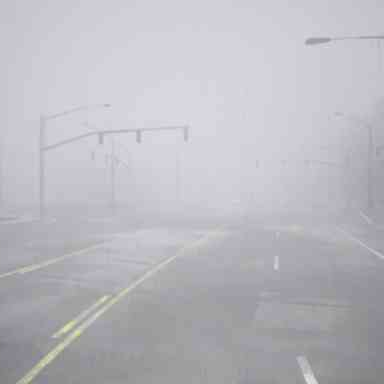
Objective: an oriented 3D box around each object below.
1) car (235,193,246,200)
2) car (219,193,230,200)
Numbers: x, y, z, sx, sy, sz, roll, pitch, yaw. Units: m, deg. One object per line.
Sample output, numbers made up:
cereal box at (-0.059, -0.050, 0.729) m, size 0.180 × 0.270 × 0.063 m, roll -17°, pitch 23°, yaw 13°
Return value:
car at (10.549, 1.006, 72.182) m, size 1.837 × 1.490 × 4.892 m, roll 0°, pitch 1°, yaw 15°
car at (7.165, 0.985, 73.073) m, size 1.882 × 1.535 × 5.008 m, roll 0°, pitch 1°, yaw 15°
